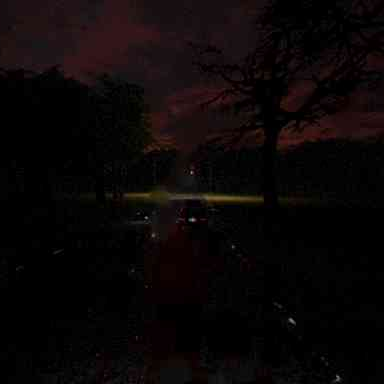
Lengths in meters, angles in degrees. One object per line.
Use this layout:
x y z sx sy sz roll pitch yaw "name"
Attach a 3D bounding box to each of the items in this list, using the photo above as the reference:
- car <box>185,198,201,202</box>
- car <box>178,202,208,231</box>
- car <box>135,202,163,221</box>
0.097 1.455 40.497 2.128 1.511 4.902 0 1 0 "car"
0.069 1.637 21.544 2.033 1.411 5.357 0 0 0 "car"
-3.529 1.613 28.599 2.033 1.411 5.357 0 0 1 "car"
